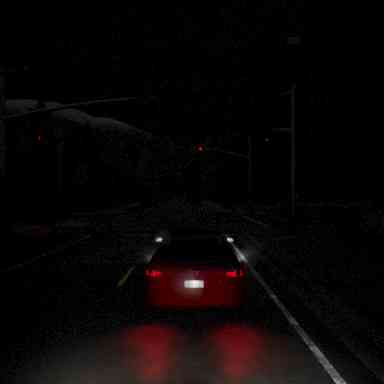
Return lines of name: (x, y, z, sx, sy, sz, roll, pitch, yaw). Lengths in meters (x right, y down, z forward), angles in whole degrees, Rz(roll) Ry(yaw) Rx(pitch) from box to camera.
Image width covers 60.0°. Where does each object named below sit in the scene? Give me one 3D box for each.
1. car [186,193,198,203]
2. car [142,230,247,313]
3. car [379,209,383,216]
car: (-0.009, 1.208, 67.380, 2.150, 2.045, 5.566, 0, 0, 0)
car: (0.060, 1.562, 7.762, 1.994, 1.385, 4.181, 0, 0, 1)
car: (16.889, 1.558, 24.835, 5.357, 1.411, 2.033, 0, 0, 0)
